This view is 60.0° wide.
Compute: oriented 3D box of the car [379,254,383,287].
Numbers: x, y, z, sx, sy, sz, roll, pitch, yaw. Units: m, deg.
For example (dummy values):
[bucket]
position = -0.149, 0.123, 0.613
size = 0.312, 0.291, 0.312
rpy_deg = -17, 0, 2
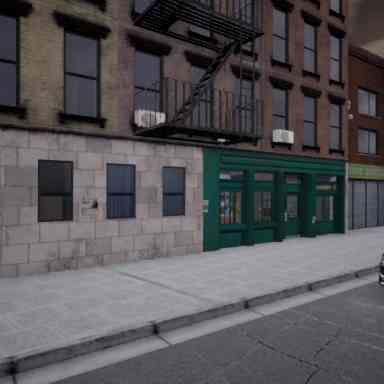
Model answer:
[car]
position = 6.286, 1.494, 7.826
size = 4.902, 1.511, 2.128
rpy_deg = 0, 0, -35
